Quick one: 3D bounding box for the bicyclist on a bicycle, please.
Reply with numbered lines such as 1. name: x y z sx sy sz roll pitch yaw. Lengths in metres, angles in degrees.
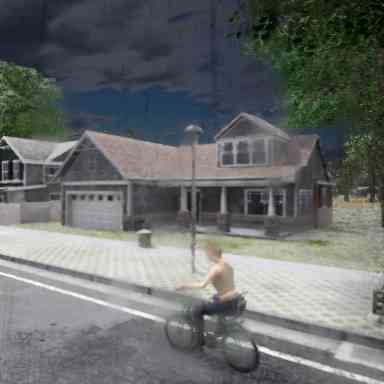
1. bicyclist on a bicycle: 0.212 1.469 4.483 1.509 1.612 0.866 0 0 36
